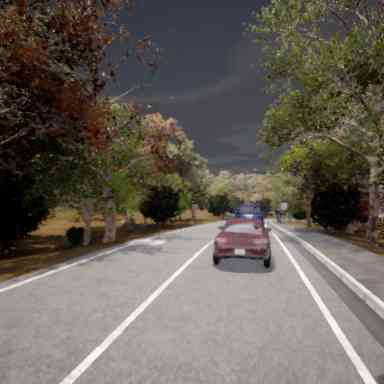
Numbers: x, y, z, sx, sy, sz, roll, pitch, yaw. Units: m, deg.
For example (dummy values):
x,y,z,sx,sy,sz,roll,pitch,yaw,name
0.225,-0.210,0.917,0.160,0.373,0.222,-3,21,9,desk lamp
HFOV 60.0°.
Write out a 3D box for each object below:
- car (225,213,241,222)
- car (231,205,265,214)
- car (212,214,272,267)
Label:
x,y,z,sx,sy,sz,roll,pitch,yaw,name
7.350,4.533,59.264,2.033,1.411,5.357,0,-4,14,car
4.536,2.100,26.339,2.150,2.045,5.566,0,-3,11,car
1.868,1.686,11.996,1.812,1.442,4.674,0,-2,12,car
